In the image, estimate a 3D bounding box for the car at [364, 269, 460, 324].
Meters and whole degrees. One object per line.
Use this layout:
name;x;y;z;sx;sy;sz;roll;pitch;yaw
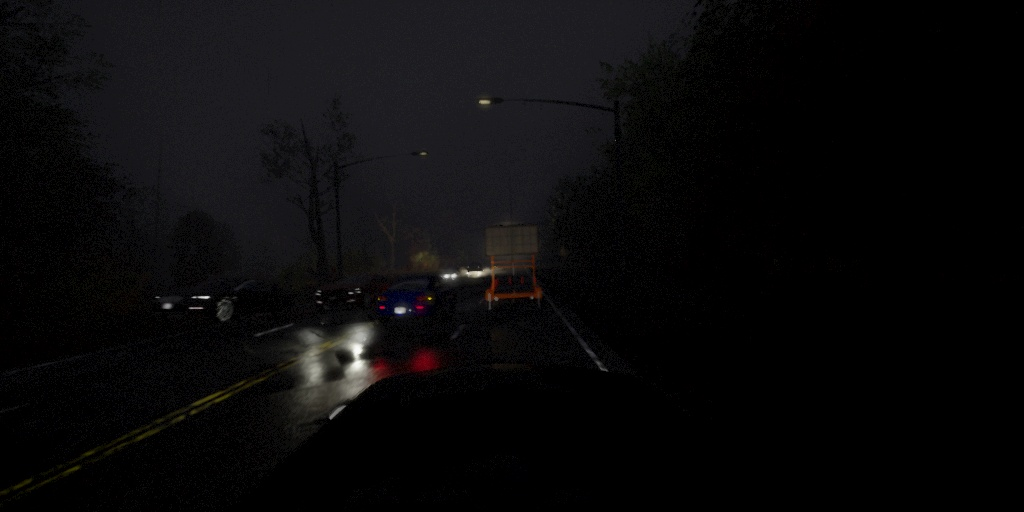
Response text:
car;-3.058;1.337;12.151;1.812;1.442;4.674;0;0;0

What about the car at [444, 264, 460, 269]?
car;-9.231;1.955;55.403;2.128;1.511;4.902;-3;0;1

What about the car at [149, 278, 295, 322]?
car;-9.858;1.526;12.751;2.128;1.511;4.902;0;-8;1

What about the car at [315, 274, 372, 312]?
car;-6.549;1.508;15.671;1.882;1.535;5.008;-2;-6;1

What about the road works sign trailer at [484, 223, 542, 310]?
road works sign trailer;0.129;0.365;15.953;2.380;3.560;2.880;0;0;1

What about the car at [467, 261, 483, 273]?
car;-5.958;1.674;57.286;2.097;1.767;4.553;-3;0;1
